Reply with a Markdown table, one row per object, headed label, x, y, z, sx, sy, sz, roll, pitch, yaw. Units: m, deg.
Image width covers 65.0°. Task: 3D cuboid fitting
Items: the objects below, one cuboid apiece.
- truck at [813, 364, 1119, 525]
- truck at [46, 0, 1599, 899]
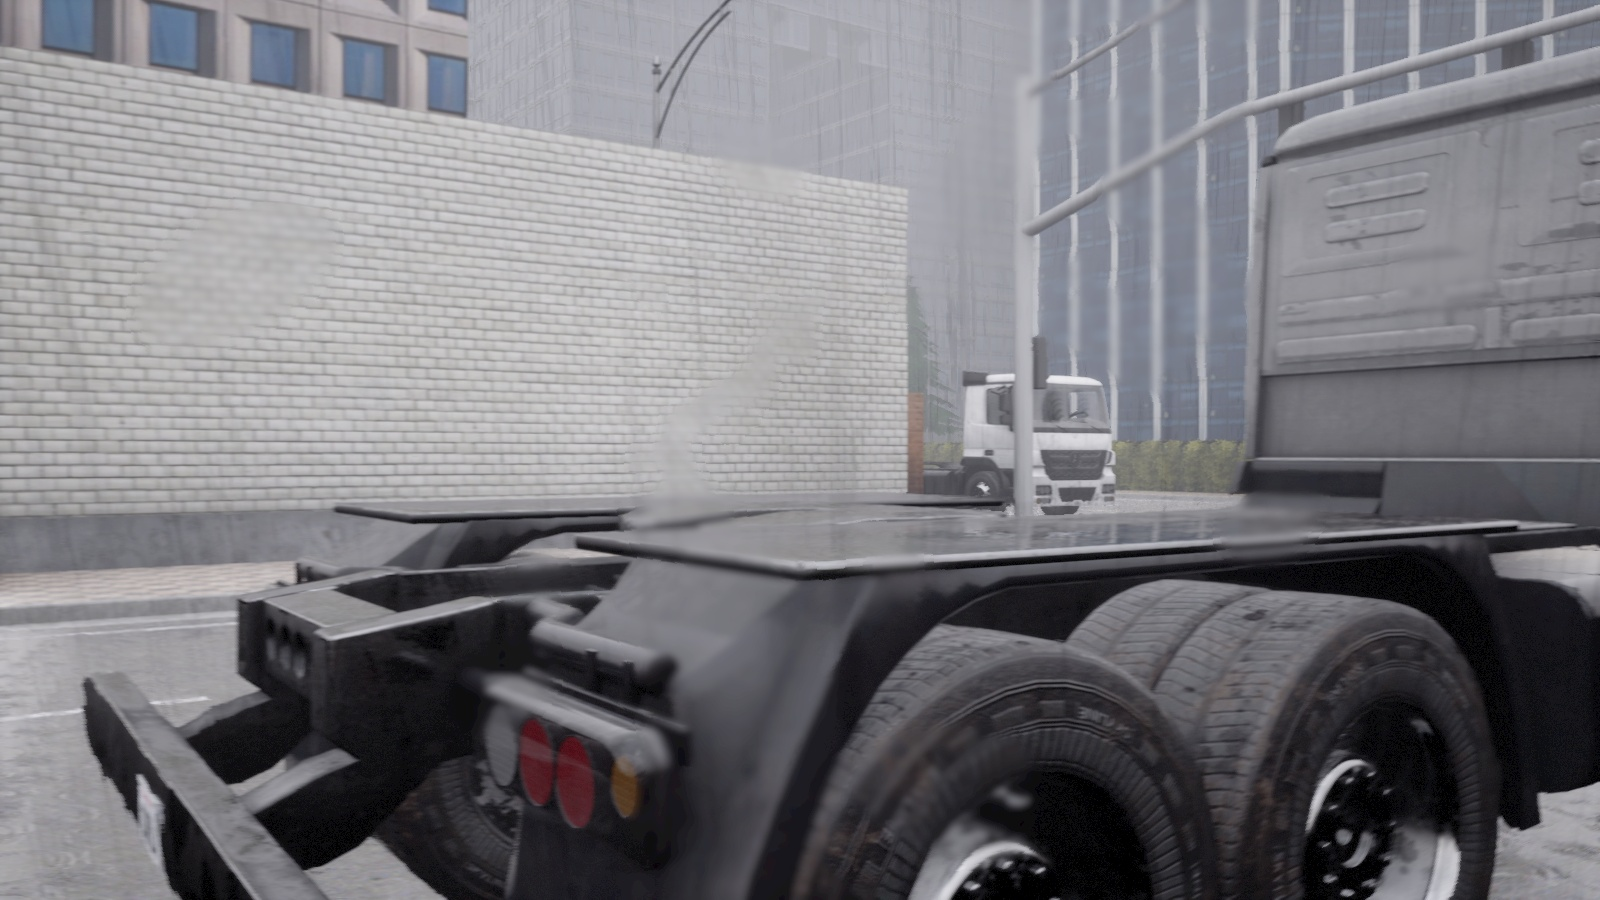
| label | x | y | z | sx | sy | sz | roll | pitch | yaw |
| --- | --- | --- | --- | --- | --- | --- | --- | --- | --- |
| truck | 3.817 | -0.113 | 31.078 | 2.891 | 3.462 | 7.936 | 0 | 0 | -35 |
| truck | 1.787 | -0.229 | 4.906 | 7.936 | 3.462 | 2.891 | 0 | 0 | -35 |
